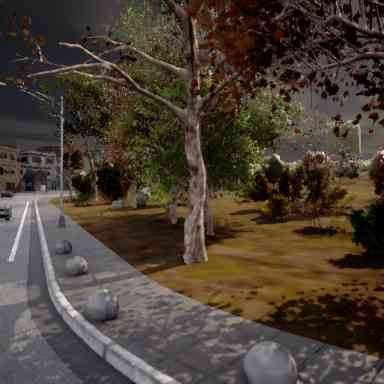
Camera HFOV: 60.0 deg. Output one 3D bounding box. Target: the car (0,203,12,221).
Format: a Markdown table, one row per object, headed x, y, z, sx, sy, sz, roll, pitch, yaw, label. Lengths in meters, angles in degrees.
| x | y | z | sx | sy | sz | roll | pitch | yaw | label |
| --- | --- | --- | --- | --- | --- | --- | --- | --- | --- |
| -14.473 | 1.447 | 24.665 | 1.895 | 1.301 | 4.718 | 0 | 1 | -26 | car |

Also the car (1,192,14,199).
| x | y | z | sx | sy | sz | roll | pitch | yaw | label |
| --- | --- | --- | --- | --- | --- | --- | --- | --- | --- |
| -38.042 | 0.615 | 68.609 | 2.033 | 1.411 | 5.357 | 0 | 1 | -22 | car |
